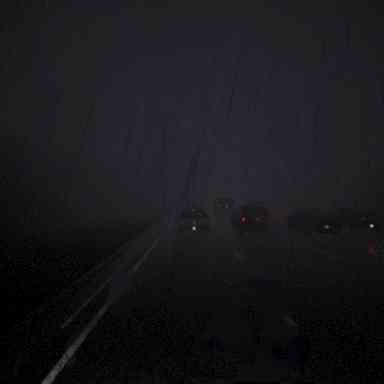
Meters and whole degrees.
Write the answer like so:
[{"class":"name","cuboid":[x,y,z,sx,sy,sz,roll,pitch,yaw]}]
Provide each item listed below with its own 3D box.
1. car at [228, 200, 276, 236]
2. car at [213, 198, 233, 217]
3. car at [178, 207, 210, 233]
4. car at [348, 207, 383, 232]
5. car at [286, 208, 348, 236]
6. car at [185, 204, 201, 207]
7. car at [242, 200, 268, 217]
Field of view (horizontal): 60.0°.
[{"class":"car","cuboid":[3.638,1.599,20.357,2.097,1.767,4.553,0,-1,0]},{"class":"car","cuboid":[3.629,1.674,37.436,2.150,2.045,5.566,0,-1,0]},{"class":"car","cuboid":[0.143,1.864,21.683,1.895,1.301,4.718,0,-1,0]},{"class":"car","cuboid":[10.646,1.774,22.093,1.837,1.490,4.892,0,-1,0]},{"class":"car","cuboid":[7.136,1.721,20.039,1.882,1.535,5.008,0,-1,0]},{"class":"car","cuboid":[0.119,2.034,38.874,1.994,1.385,4.181,0,-1,0]},{"class":"car","cuboid":[7.123,1.812,37.976,2.097,1.767,4.553,0,-1,0]}]
